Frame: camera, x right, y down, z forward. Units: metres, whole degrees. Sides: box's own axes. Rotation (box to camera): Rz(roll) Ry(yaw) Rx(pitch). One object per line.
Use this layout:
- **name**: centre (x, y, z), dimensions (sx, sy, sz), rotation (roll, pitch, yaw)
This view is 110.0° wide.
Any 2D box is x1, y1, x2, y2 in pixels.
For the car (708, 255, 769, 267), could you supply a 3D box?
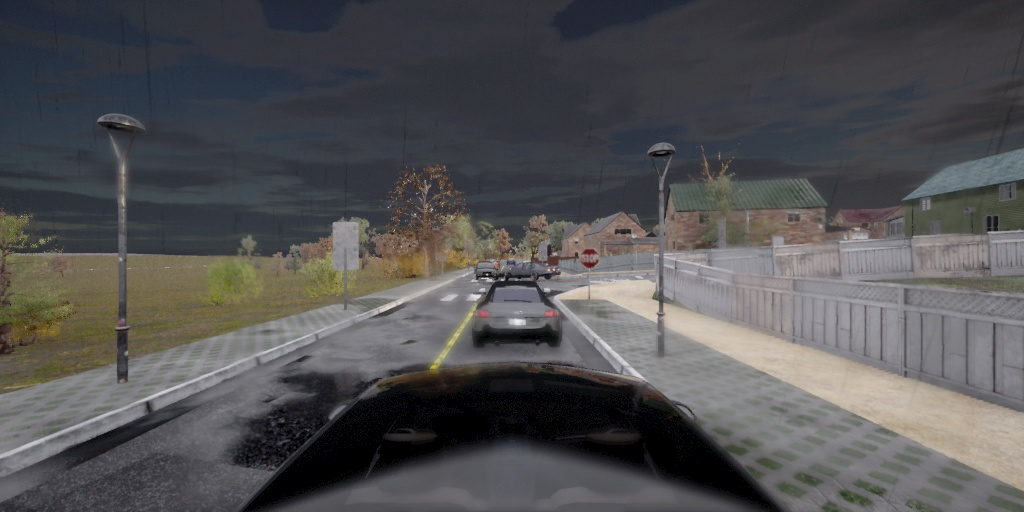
- **car**: centre (14.329, 0.413, 22.698), dimensions (4.181, 1.385, 1.994), rotation (-3, 0, 16)

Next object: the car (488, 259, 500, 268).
- **car**: centre (-2.999, 1.255, 61.038), dimensions (1.882, 1.535, 5.008), rotation (0, 0, 0)

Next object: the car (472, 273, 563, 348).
- **car**: centre (0.081, 1.313, 9.266), dimensions (1.994, 1.385, 4.181), rotation (0, 0, -1)

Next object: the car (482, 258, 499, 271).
- **car**: centre (-2.986, 1.119, 51.001), dimensions (2.097, 1.767, 4.553), rotation (0, 0, 0)

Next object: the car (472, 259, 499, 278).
- **car**: centre (-2.333, 1.257, 31.185), dimensions (1.837, 1.490, 4.892), rotation (0, 0, -8)

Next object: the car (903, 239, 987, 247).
- **car**: centre (23.836, -0.209, 20.303), dimensions (4.902, 1.511, 2.128), rotation (-3, 0, 14)

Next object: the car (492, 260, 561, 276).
- **car**: centre (1.262, 1.197, 28.284), dimensions (5.357, 1.411, 2.033), rotation (-4, -3, 43)
